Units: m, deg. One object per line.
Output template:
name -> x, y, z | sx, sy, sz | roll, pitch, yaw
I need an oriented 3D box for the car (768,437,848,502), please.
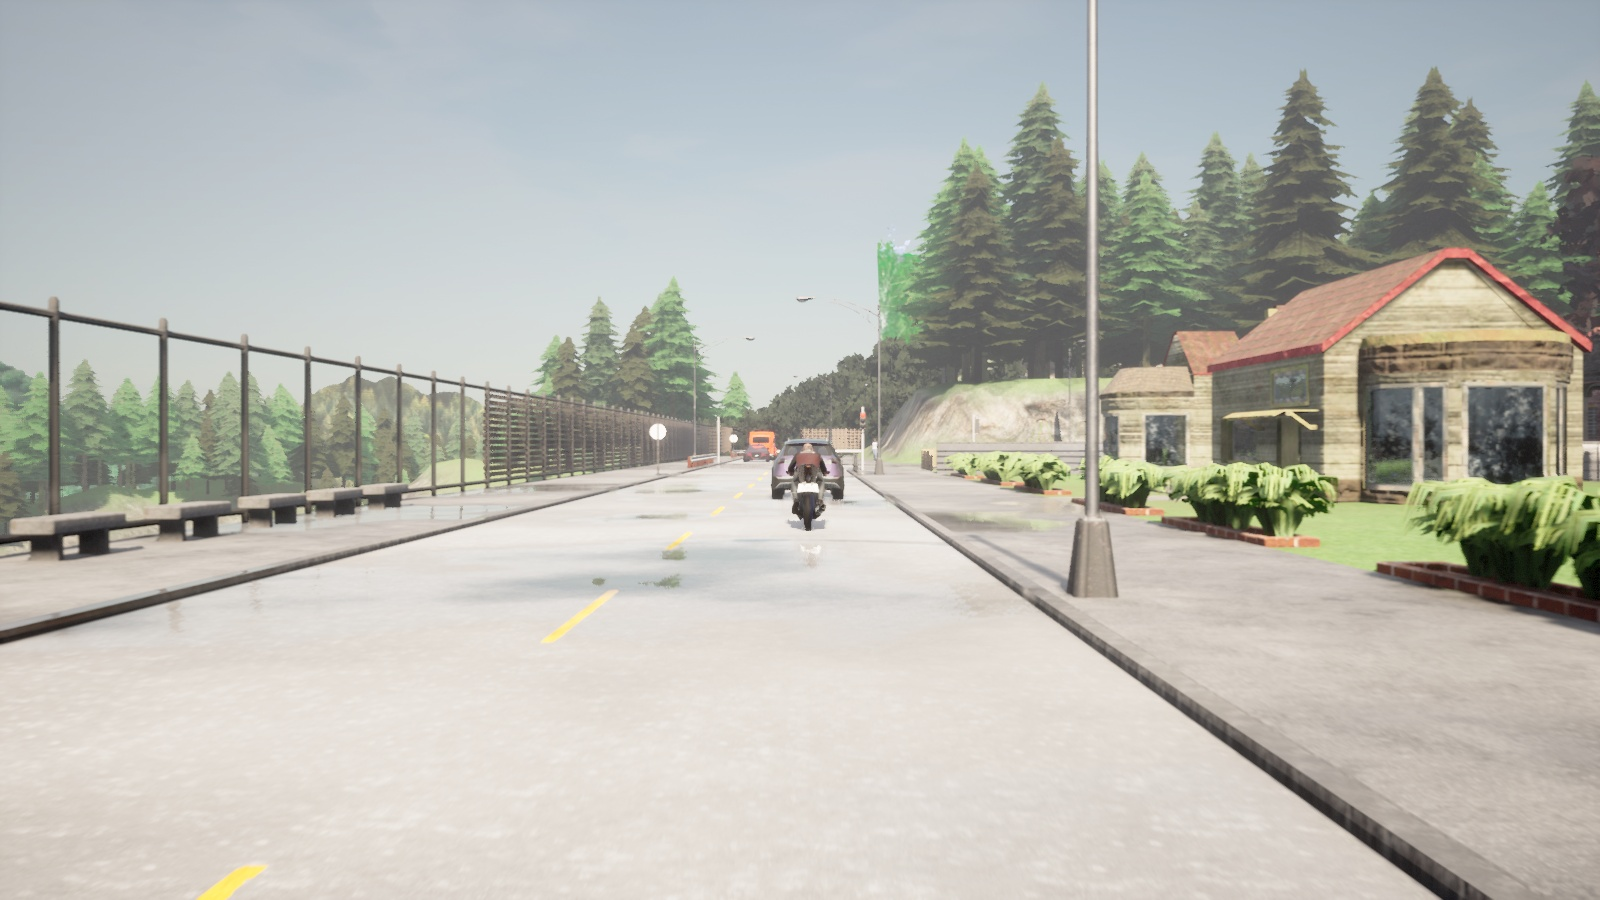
car -> 0.212, 0.483, 34.316 | 2.033, 1.649, 4.856 | 0, 0, 0

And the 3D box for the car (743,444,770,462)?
car -> -3.397, 0.250, 98.983 | 1.994, 1.385, 4.181 | 0, 0, 0

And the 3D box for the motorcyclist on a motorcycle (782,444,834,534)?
motorcyclist on a motorcycle -> 0.142, 0.656, 22.323 | 0.866, 1.530, 2.191 | 0, 0, 0
